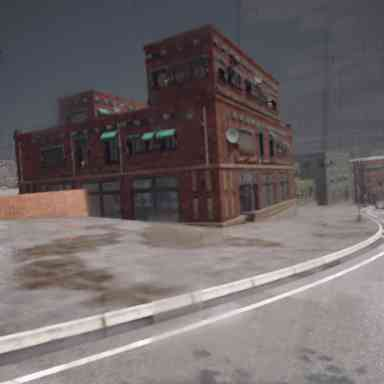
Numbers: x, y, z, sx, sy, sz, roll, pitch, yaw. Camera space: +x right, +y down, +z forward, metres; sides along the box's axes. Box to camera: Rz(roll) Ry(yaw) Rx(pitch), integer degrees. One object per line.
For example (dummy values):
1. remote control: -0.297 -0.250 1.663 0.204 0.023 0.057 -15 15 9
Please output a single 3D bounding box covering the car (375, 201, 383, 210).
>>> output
1. car: 35.281 2.460 62.009 2.128 1.511 4.902 -3 -2 32
